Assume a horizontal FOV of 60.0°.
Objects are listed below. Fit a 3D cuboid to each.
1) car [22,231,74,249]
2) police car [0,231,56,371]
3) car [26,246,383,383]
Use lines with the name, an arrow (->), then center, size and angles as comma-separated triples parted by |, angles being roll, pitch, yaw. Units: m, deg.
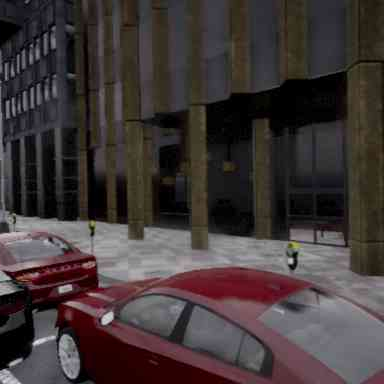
car -> -3.769, 1.513, 7.155 | 4.507, 1.381, 1.887 | 0, 1, 43
police car -> -4.181, 1.433, 4.985 | 5.238, 1.638, 1.930 | 0, 1, 43
car -> 0.195, 1.482, 3.432 | 4.507, 1.381, 1.887 | 0, 1, 43
